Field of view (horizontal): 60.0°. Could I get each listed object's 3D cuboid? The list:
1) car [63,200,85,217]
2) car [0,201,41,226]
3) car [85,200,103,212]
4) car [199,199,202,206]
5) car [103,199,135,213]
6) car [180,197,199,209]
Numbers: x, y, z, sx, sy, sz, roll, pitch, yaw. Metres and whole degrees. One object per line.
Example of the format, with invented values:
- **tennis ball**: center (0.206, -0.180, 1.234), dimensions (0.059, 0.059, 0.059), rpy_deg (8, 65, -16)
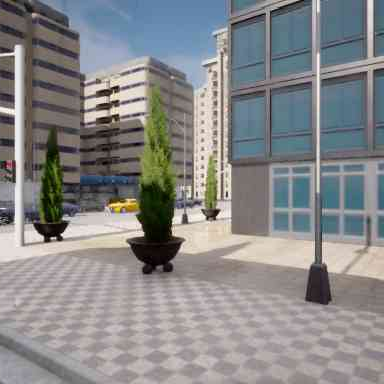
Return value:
- **car**: center (-12.535, 1.581, 30.244), dimensions (1.812, 1.442, 4.674), rpy_deg (0, 0, 35)
- **car**: center (-12.420, 1.407, 24.239), dimensions (2.097, 1.767, 4.553), rpy_deg (0, 0, 37)
- **car**: center (-11.859, 1.619, 37.292), dimensions (1.994, 1.385, 4.181), rpy_deg (0, 0, 35)
- **car**: center (-0.087, 1.581, 53.851), dimensions (1.812, 1.442, 4.674), rpy_deg (0, 0, 36)
- **car**: center (-7.216, 1.533, 37.795), dimensions (1.882, 1.535, 5.008), rpy_deg (0, 0, 35)
- **car**: center (-1.442, 1.581, 45.927), dimensions (1.812, 1.442, 4.674), rpy_deg (0, 0, 35)
